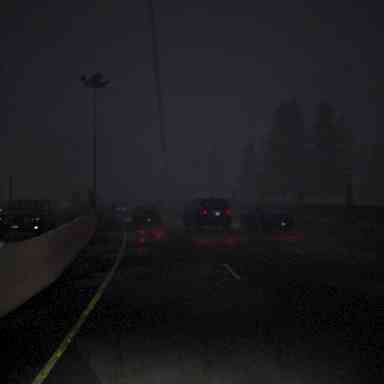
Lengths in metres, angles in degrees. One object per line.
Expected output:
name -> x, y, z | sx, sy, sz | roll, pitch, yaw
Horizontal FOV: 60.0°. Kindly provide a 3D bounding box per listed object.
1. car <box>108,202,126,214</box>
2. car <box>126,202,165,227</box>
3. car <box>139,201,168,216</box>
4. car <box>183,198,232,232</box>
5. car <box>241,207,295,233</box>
car -> -8.977, 1.955, 40.625 | 2.033, 1.411, 5.357 | 0, -1, -24
car -> -3.556, 1.740, 25.243 | 2.128, 1.511, 4.902 | 0, -1, -14
car -> -4.578, 1.873, 39.085 | 2.128, 1.511, 4.902 | 0, -1, -22
car -> 0.890, 1.422, 21.973 | 2.150, 2.045, 5.566 | 0, -1, -13
car -> 4.626, 1.666, 21.077 | 1.882, 1.535, 5.008 | 0, -1, -11
